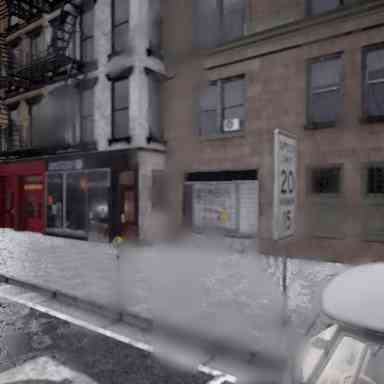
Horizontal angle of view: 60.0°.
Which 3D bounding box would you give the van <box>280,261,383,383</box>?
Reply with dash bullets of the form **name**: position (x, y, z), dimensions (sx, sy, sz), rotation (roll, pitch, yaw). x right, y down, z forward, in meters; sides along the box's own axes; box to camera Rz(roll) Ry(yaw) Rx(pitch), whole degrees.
- **van**: position (2.253, 1.342, 1.200), dimensions (3.998, 1.788, 1.690), rotation (0, 0, 36)
